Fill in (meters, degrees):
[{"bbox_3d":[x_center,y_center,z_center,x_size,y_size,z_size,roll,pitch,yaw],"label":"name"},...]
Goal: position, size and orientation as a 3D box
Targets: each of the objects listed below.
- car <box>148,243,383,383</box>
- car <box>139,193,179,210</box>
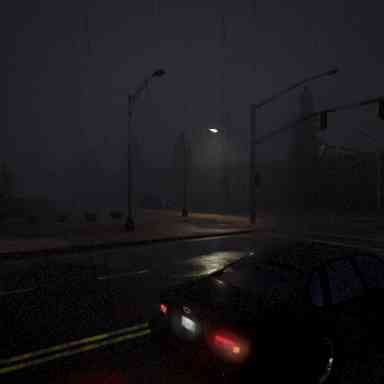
[{"bbox_3d":[2.018,1.545,5.219,5.357,1.411,2.033,0,0,-35],"label":"car"},{"bbox_3d":[-4.661,1.209,43.474,5.566,2.045,2.150,0,0,44],"label":"car"}]
